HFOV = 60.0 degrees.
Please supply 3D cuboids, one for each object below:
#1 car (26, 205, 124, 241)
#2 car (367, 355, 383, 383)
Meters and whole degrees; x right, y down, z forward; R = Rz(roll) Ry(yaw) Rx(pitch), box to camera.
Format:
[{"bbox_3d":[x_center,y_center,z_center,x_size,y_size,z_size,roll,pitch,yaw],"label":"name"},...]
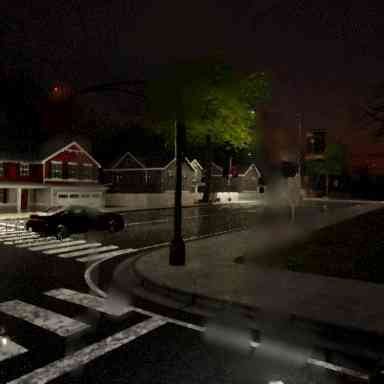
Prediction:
[{"bbox_3d":[-5.597,1.415,16.552,2.128,1.511,4.902,2,2,39],"label":"car"},{"bbox_3d":[3.346,1.506,1.295,4.892,1.490,1.837,0,0,35],"label":"car"}]
